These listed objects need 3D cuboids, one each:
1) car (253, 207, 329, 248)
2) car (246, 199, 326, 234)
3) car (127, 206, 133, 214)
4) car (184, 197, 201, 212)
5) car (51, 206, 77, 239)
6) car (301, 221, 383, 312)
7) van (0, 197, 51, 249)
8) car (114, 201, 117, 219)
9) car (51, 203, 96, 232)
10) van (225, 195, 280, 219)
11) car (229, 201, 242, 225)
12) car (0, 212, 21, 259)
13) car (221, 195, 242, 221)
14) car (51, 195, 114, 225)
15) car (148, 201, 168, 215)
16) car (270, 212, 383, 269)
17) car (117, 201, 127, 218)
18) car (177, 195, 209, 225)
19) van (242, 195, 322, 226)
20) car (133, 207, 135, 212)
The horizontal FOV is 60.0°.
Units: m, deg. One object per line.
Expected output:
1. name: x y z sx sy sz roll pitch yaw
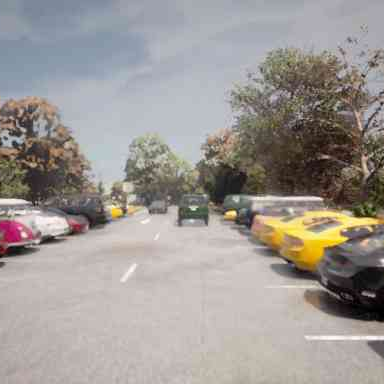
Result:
1. car: 5.032 1.481 12.242 5.008 1.535 2.097 0 0 0
2. car: 5.005 1.356 14.887 4.553 1.767 2.185 0 0 0
3. car: -8.040 1.510 28.955 4.892 1.521 2.231 0 0 0
4. car: 0.092 1.571 42.250 2.097 1.767 4.553 0 -1 0
5. car: -8.041 1.522 15.083 4.674 1.452 2.002 0 0 0
6. car: 5.033 1.482 6.576 4.892 1.521 2.231 0 0 0
7. van: -7.926 1.256 12.307 4.442 1.987 1.878 0 0 0
8. car: -8.013 1.360 23.407 4.553 1.767 2.185 0 0 0
9. car: -8.014 1.512 17.858 4.792 1.488 2.163 0 0 0
10. van: 5.152 1.281 28.856 4.442 1.987 1.878 0 0 0
11. car: 5.029 1.483 20.428 4.892 1.521 2.231 0 0 0
12. car: -8.037 1.481 9.530 5.008 1.535 2.097 0 0 0
13. car: 5.062 1.238 25.964 5.566 2.045 2.435 0 0 0
14. car: -8.073 1.231 20.635 5.566 2.045 2.435 0 0 0
15. car: -3.574 1.654 36.061 2.033 1.411 5.357 0 -1 0
16. car: 5.033 1.481 9.346 5.008 1.535 2.097 0 0 0
17. car: -8.039 1.493 26.183 5.008 1.535 2.097 0 0 0
18. car: 0.095 1.229 24.521 2.150 2.045 5.566 0 0 0
19. van: 5.153 1.256 17.657 4.442 1.987 1.878 0 0 0
20. car: -8.232 1.529 31.724 5.366 1.575 1.946 0 0 0
